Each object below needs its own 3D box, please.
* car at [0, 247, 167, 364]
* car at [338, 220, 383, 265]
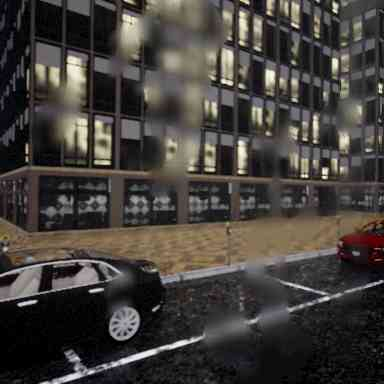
[{"bbox_3d":[-2.462,1.556,4.799,4.403,1.369,2.008,1,0,-35],"label":"car"},{"bbox_3d":[6.809,1.637,11.405,4.507,1.381,1.887,1,0,-35],"label":"car"}]
